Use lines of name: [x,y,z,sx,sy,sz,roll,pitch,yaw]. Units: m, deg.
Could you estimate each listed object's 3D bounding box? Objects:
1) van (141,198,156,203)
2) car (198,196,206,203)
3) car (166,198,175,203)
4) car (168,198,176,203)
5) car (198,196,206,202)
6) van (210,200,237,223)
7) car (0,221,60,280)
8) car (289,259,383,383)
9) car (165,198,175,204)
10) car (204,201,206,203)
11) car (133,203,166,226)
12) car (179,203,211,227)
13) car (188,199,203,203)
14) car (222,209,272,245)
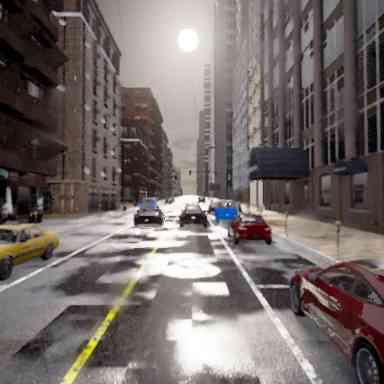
van: [-5.757,1.673,44.344,1.690,1.788,3.998,1,0,0]
car: [2.715,2.006,93.570,2.192,1.841,5.009,1,0,0]
car: [-5.669,2.201,87.912,2.008,1.369,4.403,1,0,0]
car: [-5.669,2.257,93.566,1.947,1.339,4.313,1,0,0]
car: [2.710,2.232,87.913,1.802,1.307,4.206,1,0,0]
van: [2.708,1.546,27.358,1.690,1.788,3.998,1,0,0]
car: [-5.677,1.604,10.237,1.752,1.417,4.829,1,0,0]
car: [2.702,1.619,4.751,1.802,1.307,4.206,1,0,0]
car: [-5.670,2.160,82.257,2.008,1.369,4.403,1,0,0]
car: [2.705,1.871,38.657,1.802,1.307,4.206,1,0,0]
car: [-3.091,1.749,24.609,1.994,1.385,4.181,0,0,0]
car: [0.102,1.749,24.668,1.994,1.385,4.181,0,0,0]
car: [0.102,1.909,41.297,1.895,1.301,4.718,0,0,0]
car: [2.703,1.703,16.054,1.802,1.307,4.206,1,0,0]
